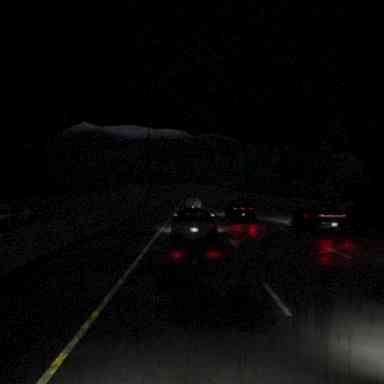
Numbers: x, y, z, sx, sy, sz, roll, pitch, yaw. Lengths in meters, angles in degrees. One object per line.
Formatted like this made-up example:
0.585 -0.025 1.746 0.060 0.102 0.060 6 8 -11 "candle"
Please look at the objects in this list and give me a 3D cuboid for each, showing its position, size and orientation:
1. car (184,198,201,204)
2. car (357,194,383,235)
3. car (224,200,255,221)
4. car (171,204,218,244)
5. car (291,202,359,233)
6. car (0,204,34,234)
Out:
0.095 1.336 36.851 1.812 1.442 4.674 0 0 0 "car"
10.597 1.126 18.444 2.150 2.045 5.566 0 0 0 "car"
3.596 1.359 25.656 2.128 1.511 4.902 0 0 0 "car"
0.097 1.484 15.330 1.994 1.385 4.181 0 0 0 "car"
7.097 1.393 18.990 2.128 1.511 4.902 0 0 0 "car"
-10.503 1.440 18.463 1.812 1.442 4.674 0 0 0 "car"
